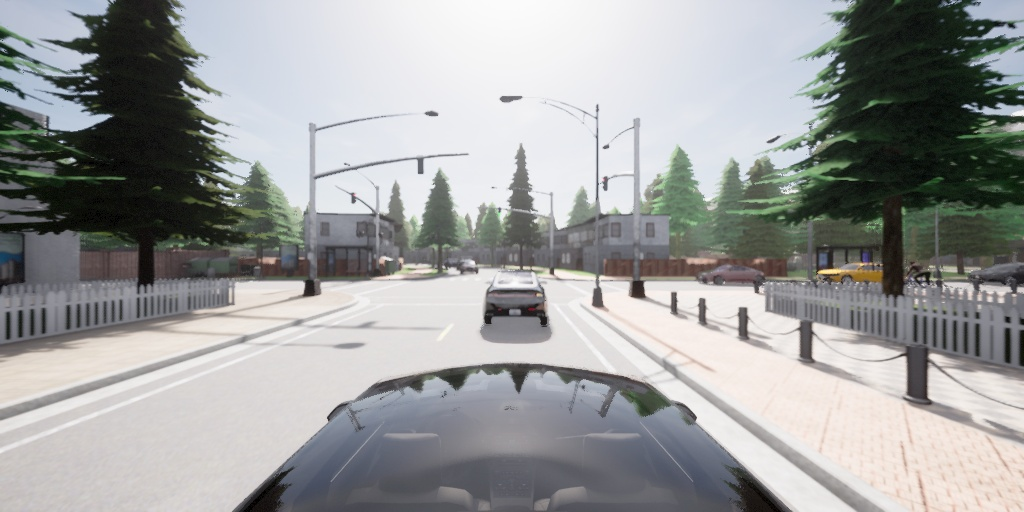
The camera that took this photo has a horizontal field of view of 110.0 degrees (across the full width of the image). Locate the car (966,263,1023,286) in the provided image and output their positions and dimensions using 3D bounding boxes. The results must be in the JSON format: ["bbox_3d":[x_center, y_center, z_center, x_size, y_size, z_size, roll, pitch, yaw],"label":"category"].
[{"bbox_3d":[34.581,1.254,24.691,4.892,1.490,1.837,0,0,2],"label":"car"}]

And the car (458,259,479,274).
[{"bbox_3d":[-4.889,1.303,41.128,1.994,1.385,4.181,0,0,-7],"label":"car"}]

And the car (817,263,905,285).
[{"bbox_3d":[24.210,1.227,25.024,5.008,1.535,1.882,0,0,2],"label":"car"}]

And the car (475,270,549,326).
[{"bbox_3d":[0.149,1.248,11.752,2.128,1.511,4.902,0,0,2],"label":"car"}]

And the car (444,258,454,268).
[{"bbox_3d":[-9.847,1.102,59.867,2.097,1.767,4.553,0,0,-24],"label":"car"}]

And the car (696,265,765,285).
[{"bbox_3d":[15.330,1.313,25.289,4.181,1.385,1.994,0,0,2],"label":"car"}]

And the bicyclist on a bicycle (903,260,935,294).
[{"bbox_3d":[19.911,1.045,17.666,0.582,1.620,1.656,0,0,2],"label":"bicyclist on a bicycle"}]

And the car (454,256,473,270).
[{"bbox_3d":[-6.482,0.966,50.294,2.150,2.045,5.566,0,0,-15],"label":"car"}]
